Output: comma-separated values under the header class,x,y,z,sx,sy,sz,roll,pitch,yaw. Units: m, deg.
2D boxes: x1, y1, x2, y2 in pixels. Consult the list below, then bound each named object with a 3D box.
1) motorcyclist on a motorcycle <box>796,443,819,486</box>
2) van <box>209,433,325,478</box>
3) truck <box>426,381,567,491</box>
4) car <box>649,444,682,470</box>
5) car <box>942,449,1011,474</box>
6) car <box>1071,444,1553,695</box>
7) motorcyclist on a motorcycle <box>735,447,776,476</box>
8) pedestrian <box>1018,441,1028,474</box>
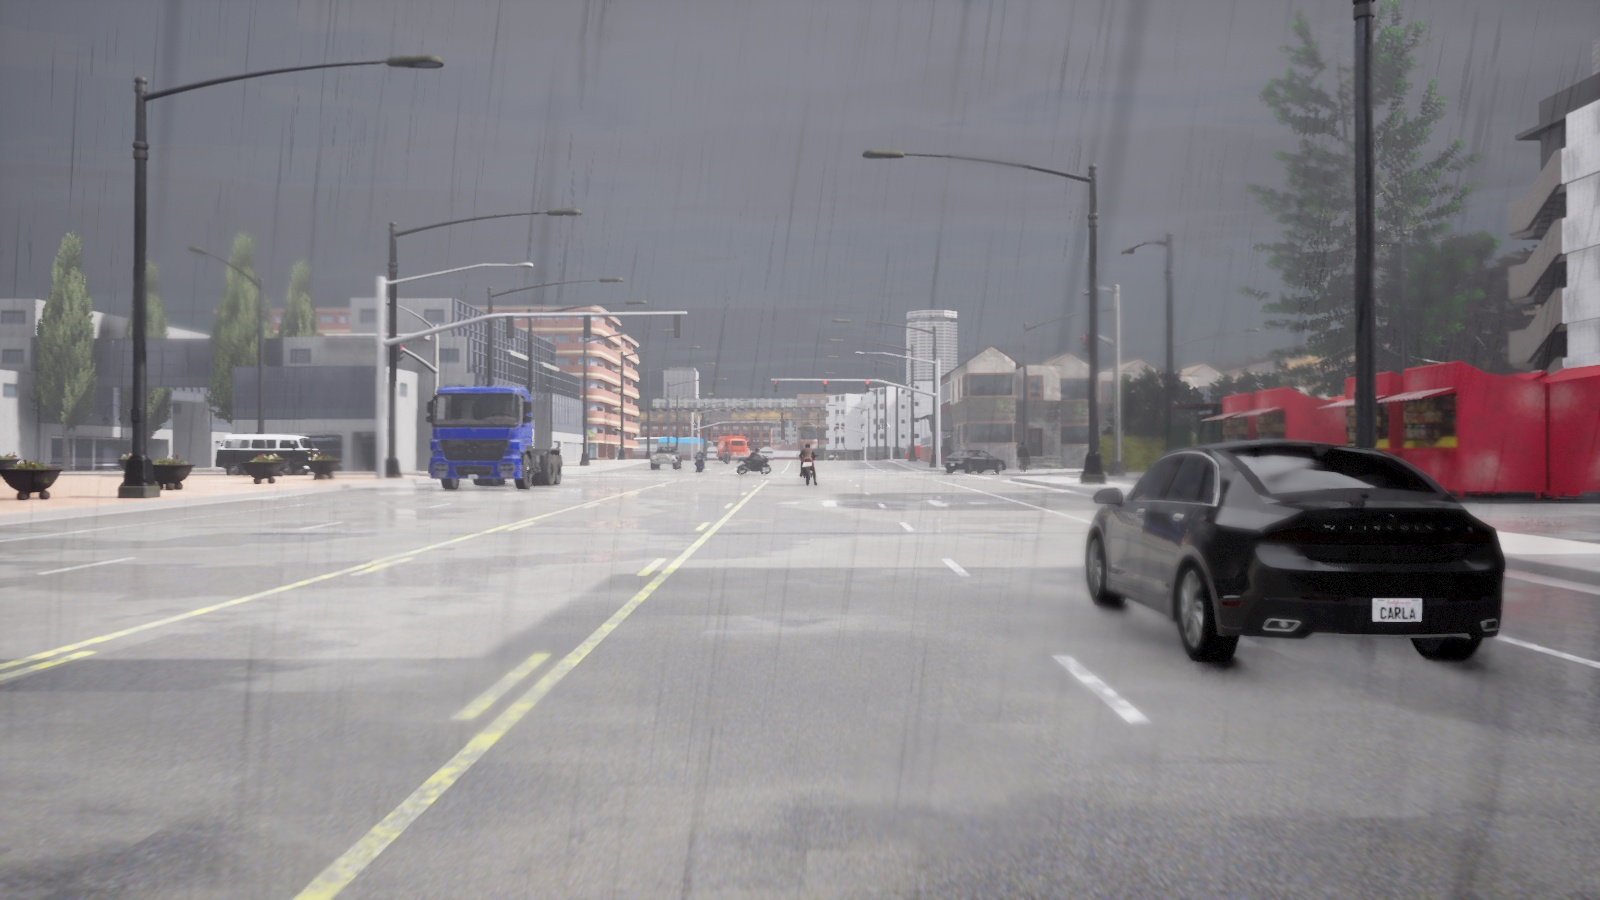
class,x,y,z,sx,sy,sz,roll,pitch,yaw
motorcyclist on a motorcycle,0.277,0.514,45.298,0.797,1.523,2.044,0,0,0
van,-24.603,0.248,58.075,4.480,2.038,2.069,0,-1,1
truck,-10.233,-0.451,43.253,2.891,3.462,7.936,0,0,0
car,-9.946,0.525,93.163,1.932,1.855,4.605,0,1,0
car,10.793,0.728,76.727,4.193,1.474,1.816,1,-1,-41
car,3.573,0.700,9.919,1.837,1.490,4.892,0,0,0
motorcyclist on a motorcycle,-2.456,0.629,69.221,2.044,1.523,0.797,0,-4,16
pedestrian,12.831,0.433,72.143,0.431,1.840,0.703,0,-1,22
